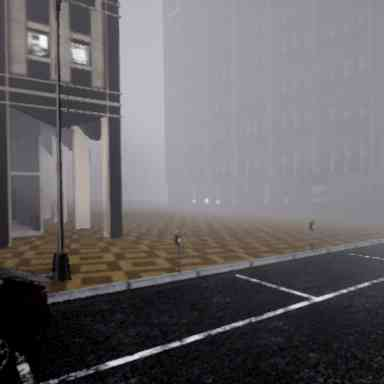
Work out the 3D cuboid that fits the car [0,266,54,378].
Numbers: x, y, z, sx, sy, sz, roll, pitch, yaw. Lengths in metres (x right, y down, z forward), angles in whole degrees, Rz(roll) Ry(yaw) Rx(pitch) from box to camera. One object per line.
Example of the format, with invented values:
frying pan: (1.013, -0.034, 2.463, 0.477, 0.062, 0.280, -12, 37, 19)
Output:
car: (-3.881, 1.565, 3.766, 4.313, 1.339, 1.947, 0, -1, -35)
